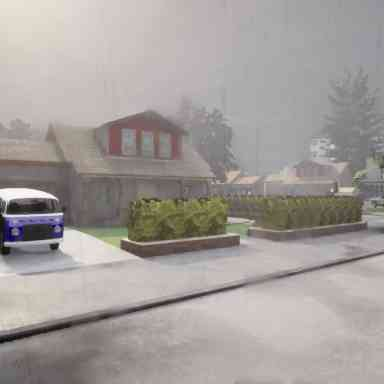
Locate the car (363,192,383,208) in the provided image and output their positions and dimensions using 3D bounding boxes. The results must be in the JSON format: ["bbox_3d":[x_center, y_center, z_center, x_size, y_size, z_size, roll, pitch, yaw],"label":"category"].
[{"bbox_3d":[23.066,0.985,40.726,3.866,1.878,1.905,0,0,-1],"label":"car"}]
